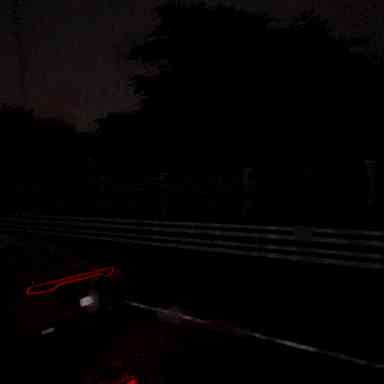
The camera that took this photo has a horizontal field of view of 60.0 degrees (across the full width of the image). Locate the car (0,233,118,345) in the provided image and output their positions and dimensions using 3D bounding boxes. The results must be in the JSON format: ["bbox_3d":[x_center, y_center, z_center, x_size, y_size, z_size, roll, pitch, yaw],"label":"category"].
[{"bbox_3d":[-3.647,1.574,6.596,5.008,1.535,1.882,-1,-1,36],"label":"car"}]
